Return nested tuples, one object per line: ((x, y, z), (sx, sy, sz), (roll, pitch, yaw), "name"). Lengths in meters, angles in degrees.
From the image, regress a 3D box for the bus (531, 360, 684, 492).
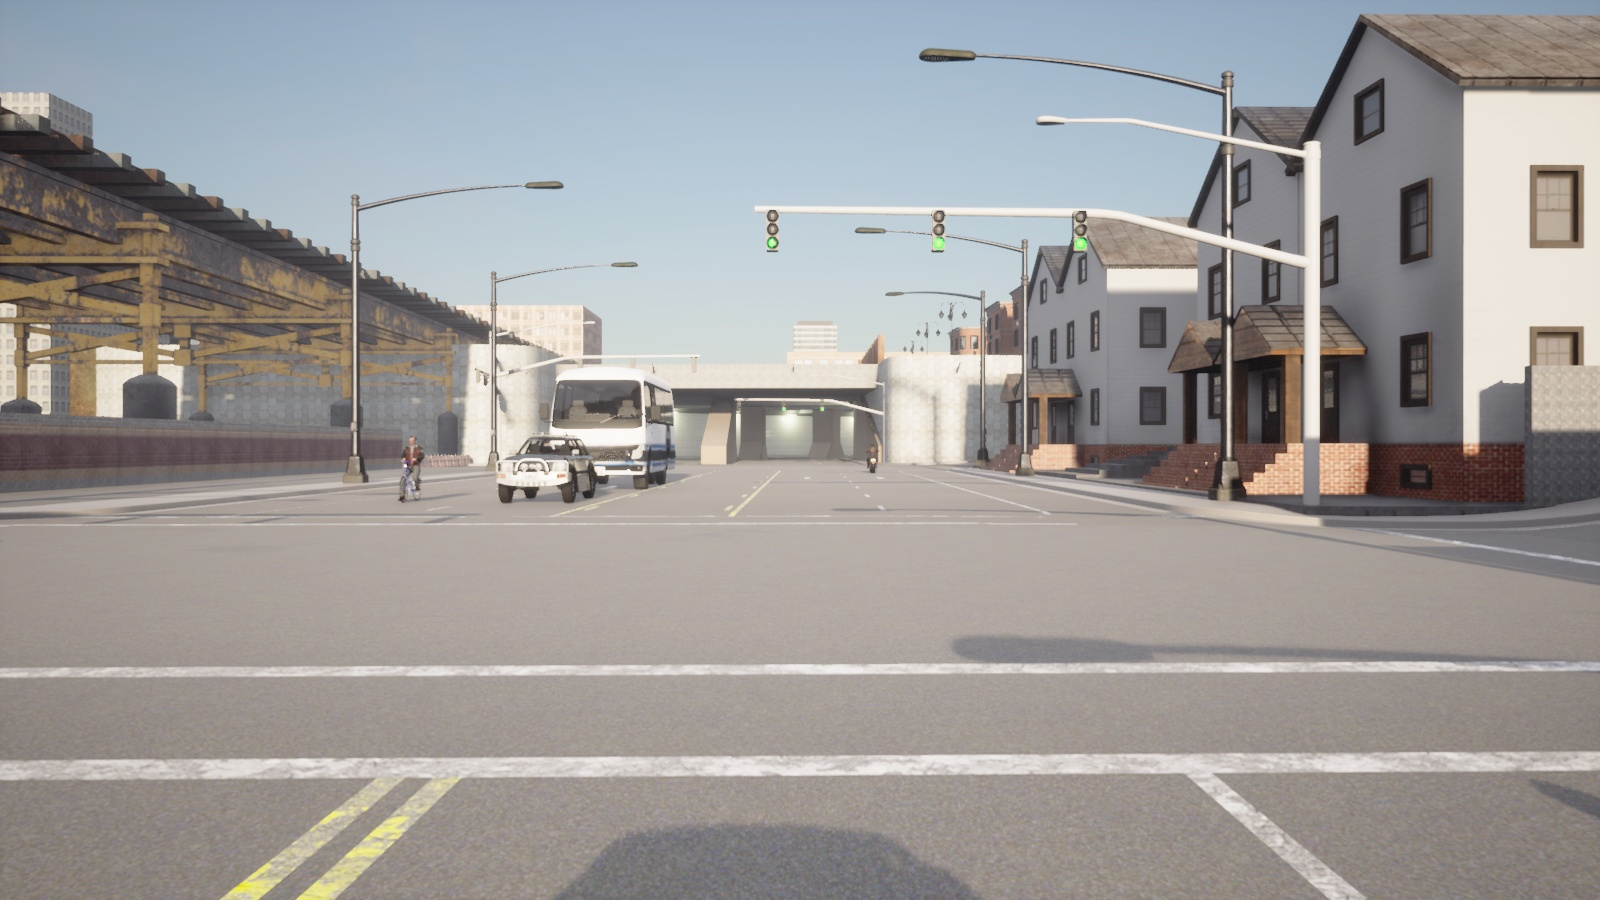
((-6.717, -0.795, 45.875), (3.944, 4.253, 10.273), (0, 0, 0), "bus")

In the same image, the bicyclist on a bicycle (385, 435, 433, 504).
((-10.292, 0.494, 33.116), (0.659, 1.776, 1.843), (0, 0, 0), "bicyclist on a bicycle")

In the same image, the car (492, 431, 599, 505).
((-6.784, 0.440, 33.939), (1.932, 1.855, 4.605), (0, 0, 1), "car")
